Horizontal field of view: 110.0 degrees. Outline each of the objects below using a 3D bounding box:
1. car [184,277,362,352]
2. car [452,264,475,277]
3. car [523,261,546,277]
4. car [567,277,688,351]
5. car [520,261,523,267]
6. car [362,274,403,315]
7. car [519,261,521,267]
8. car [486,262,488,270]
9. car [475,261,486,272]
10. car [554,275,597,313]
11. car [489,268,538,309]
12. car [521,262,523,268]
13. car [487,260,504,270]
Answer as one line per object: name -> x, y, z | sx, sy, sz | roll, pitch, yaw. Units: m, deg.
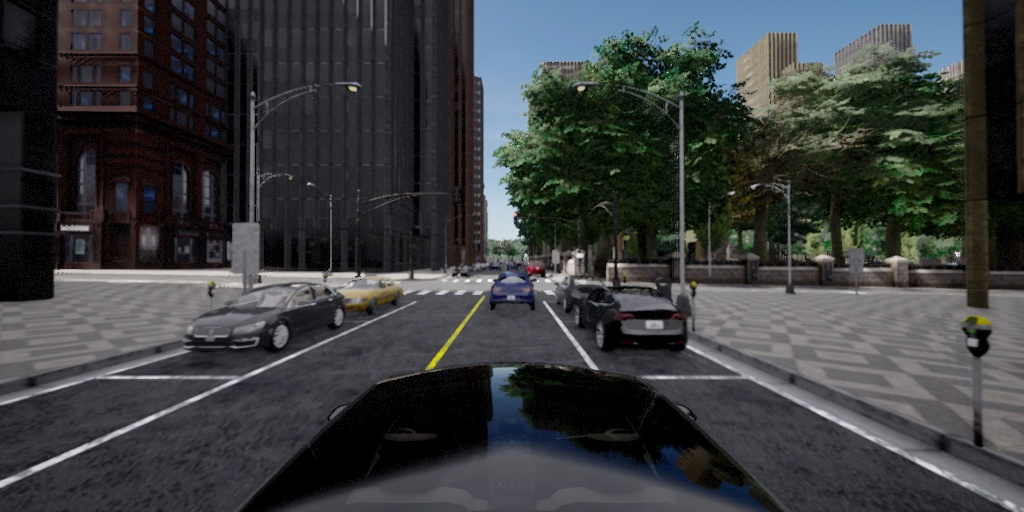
car -> -5.761, 1.374, 9.017 | 2.007, 1.370, 4.403 | 0, 0, 0
car -> -5.752, 1.721, 41.192 | 1.948, 1.339, 4.313 | 0, 0, 0
car -> 2.773, 1.470, 41.199 | 2.192, 1.841, 5.009 | 0, 0, 0
car -> 2.765, 1.389, 9.024 | 1.948, 1.339, 4.313 | 0, 0, 0
car -> 2.778, 1.886, 57.567 | 2.007, 1.370, 4.403 | 0, 0, 0
car -> -5.759, 1.404, 14.359 | 1.751, 1.417, 4.829 | 0, 0, 0
car -> 2.779, 1.947, 63.024 | 2.007, 1.370, 4.403 | 0, 0, 0
car -> -5.746, 1.979, 63.019 | 1.802, 1.307, 4.207 | 0, 0, 0
car -> -5.748, 1.887, 57.562 | 2.007, 1.370, 4.403 | 0, 0, 0
car -> 2.766, 1.428, 14.536 | 2.007, 1.370, 4.403 | 0, 0, 0
car -> 0.117, 1.416, 15.742 | 1.812, 1.442, 4.674 | 0, 0, 4
car -> 2.776, 1.841, 52.111 | 1.948, 1.339, 4.313 | 0, 0, 0
car -> -3.020, 1.769, 64.858 | 2.097, 1.767, 4.553 | 0, -1, 1
